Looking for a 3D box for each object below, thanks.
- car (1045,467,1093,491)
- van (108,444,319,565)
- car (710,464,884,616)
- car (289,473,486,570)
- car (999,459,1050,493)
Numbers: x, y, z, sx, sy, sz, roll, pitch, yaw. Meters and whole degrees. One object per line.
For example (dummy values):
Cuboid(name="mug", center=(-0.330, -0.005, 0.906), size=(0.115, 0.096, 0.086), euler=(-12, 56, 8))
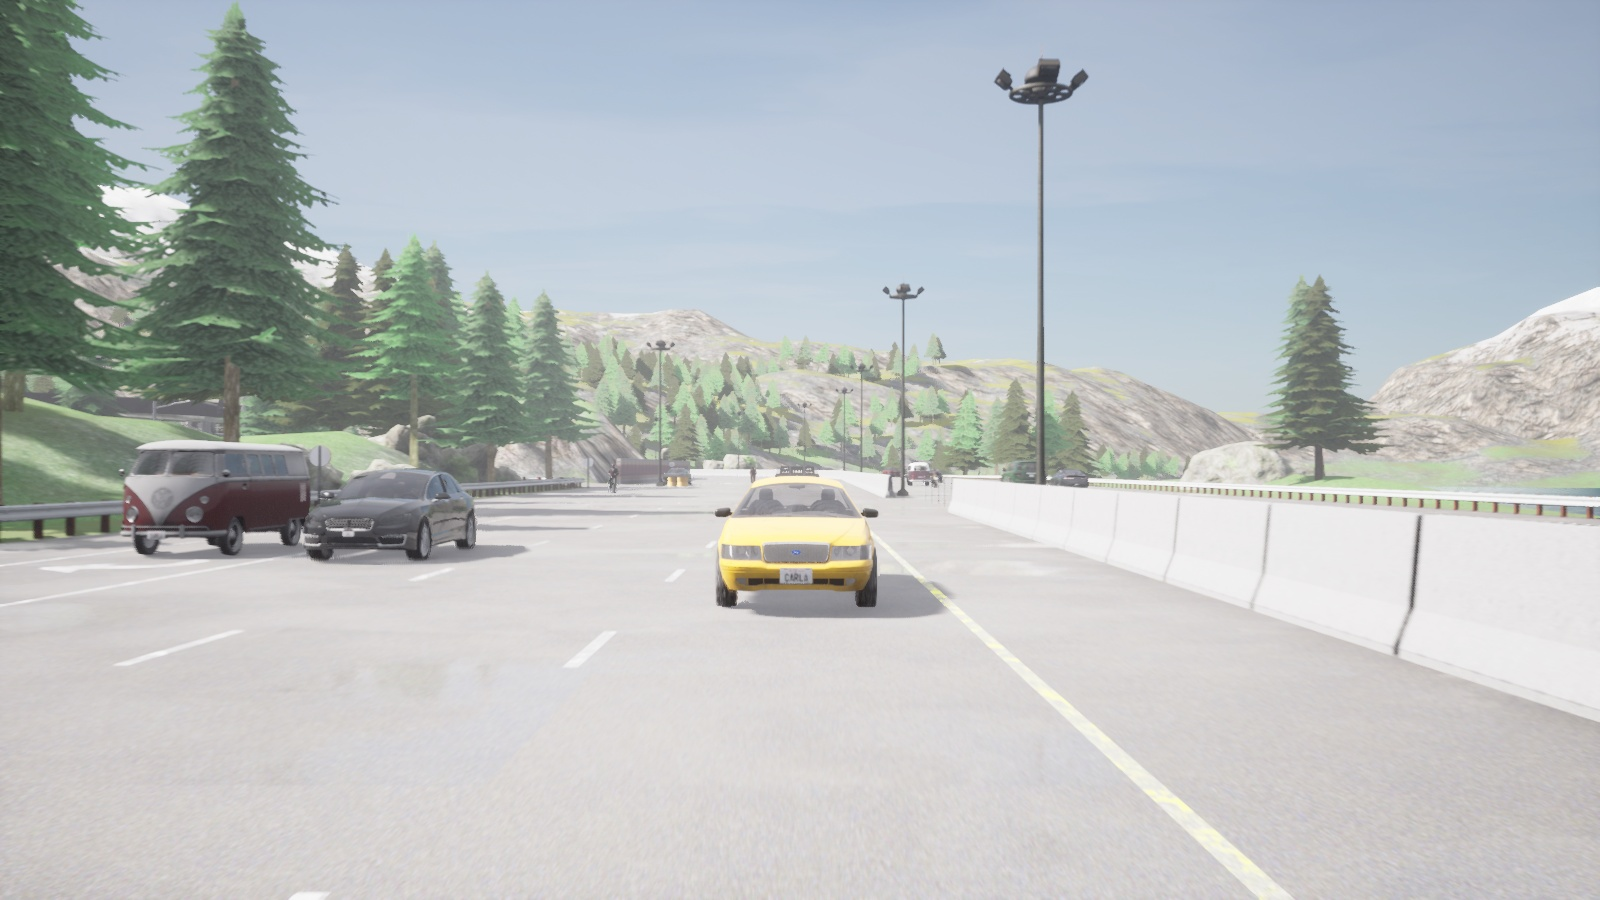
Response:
Cuboid(name="car", center=(17.491, 1.855, 81.894), size=(2.128, 1.511, 4.902), euler=(0, -1, 0))
Cuboid(name="van", center=(-10.533, 0.930, 22.955), size=(1.775, 1.987, 4.442), euler=(0, -1, 0))
Cuboid(name="car", center=(-0.033, 0.971, 15.777), size=(1.801, 1.575, 5.366), euler=(0, -1, 0))
Cuboid(name="car", center=(-7.032, 1.154, 21.977), size=(1.837, 1.490, 4.892), euler=(0, -1, 0))
Cuboid(name="car", center=(13.989, 1.585, 78.608), size=(2.150, 2.045, 5.566), euler=(0, -1, 0))
